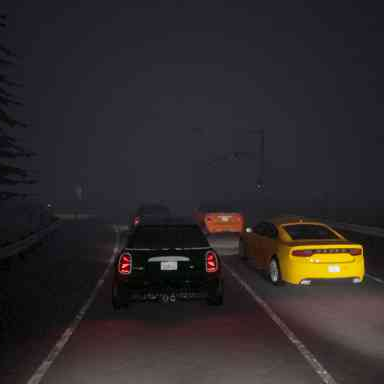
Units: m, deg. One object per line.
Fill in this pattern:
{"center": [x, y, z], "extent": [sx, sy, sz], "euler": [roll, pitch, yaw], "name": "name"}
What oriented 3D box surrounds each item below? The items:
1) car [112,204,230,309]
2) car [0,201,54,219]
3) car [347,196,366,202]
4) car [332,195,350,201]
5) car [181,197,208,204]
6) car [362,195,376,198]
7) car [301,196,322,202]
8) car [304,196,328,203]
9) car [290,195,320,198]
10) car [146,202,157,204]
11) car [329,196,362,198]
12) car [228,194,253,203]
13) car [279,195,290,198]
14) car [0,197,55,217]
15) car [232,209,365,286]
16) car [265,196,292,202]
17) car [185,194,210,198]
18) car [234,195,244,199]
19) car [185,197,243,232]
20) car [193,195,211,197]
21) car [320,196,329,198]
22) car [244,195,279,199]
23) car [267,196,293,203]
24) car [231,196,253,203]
{"center": [-0.630, 1.352, 8.121], "extent": [2.097, 1.767, 4.553], "euler": [0, 0, -6], "name": "car"}
{"center": [-14.589, 1.359, 28.484], "extent": [4.553, 1.767, 2.097], "euler": [0, 0, -19], "name": "car"}
{"center": [38.658, 1.595, 78.238], "extent": [4.718, 1.301, 1.895], "euler": [0, 0, -33], "name": "car"}
{"center": [36.283, 1.552, 80.911], "extent": [4.181, 1.385, 1.994], "euler": [0, 0, -29], "name": "car"}
{"center": [0.518, 1.601, 63.430], "extent": [4.718, 1.301, 1.895], "euler": [0, 0, -19], "name": "car"}
{"center": [40.636, 1.525, 75.352], "extent": [4.902, 1.511, 2.128], "euler": [0, 0, -33], "name": "car"}
{"center": [27.464, 1.553, 76.371], "extent": [4.181, 1.385, 1.994], "euler": [0, 0, -21], "name": "car"}
{"center": [27.013, 1.524, 72.426], "extent": [4.674, 1.442, 1.812], "euler": [0, 0, -19], "name": "car"}
{"center": [21.424, 1.563, 63.129], "extent": [4.181, 1.385, 1.994], "euler": [0, 0, -19], "name": "car"}
{"center": [-2.110, 1.352, 16.928], "extent": [2.097, 1.767, 4.553], "euler": [0, 0, -12], "name": "car"}
{"center": [30.592, 1.525, 66.289], "extent": [4.902, 1.511, 2.128], "euler": [0, 0, -21], "name": "car"}
{"center": [9.734, 1.352, 66.526], "extent": [4.553, 1.767, 2.097], "euler": [0, 0, -18], "name": "car"}
{"center": [19.550, 1.352, 66.145], "extent": [4.553, 1.767, 2.097], "euler": [0, 0, -19], "name": "car"}
{"center": [-15.673, 1.358, 31.813], "extent": [4.553, 1.767, 2.097], "euler": [0, 0, -19], "name": "car"}
{"center": [2.730, 1.478, 9.482], "extent": [1.882, 1.535, 5.008], "euler": [0, 0, -6], "name": "car"}
{"center": [19.064, 1.540, 73.362], "extent": [5.357, 1.411, 2.033], "euler": [0, 0, -19], "name": "car"}
{"center": [1.340, 1.505, 60.018], "extent": [4.892, 1.490, 1.837], "euler": [0, 0, -19], "name": "car"}
{"center": [10.790, 1.352, 63.220], "extent": [4.553, 1.767, 2.097], "euler": [0, 0, -19], "name": "car"}
{"center": [1.204, 1.352, 18.368], "extent": [2.097, 1.767, 4.553], "euler": [0, 0, -12], "name": "car"}
{"center": [3.079, 1.601, 56.915], "extent": [4.718, 1.301, 1.895], "euler": [0, 0, -19], "name": "car"}
{"center": [28.275, 1.524, 69.160], "extent": [4.674, 1.442, 1.812], "euler": [0, 0, -19], "name": "car"}
{"center": [12.507, 1.492, 60.121], "extent": [4.902, 1.511, 2.128], "euler": [0, 0, -19], "name": "car"}
{"center": [18.354, 1.525, 69.421], "extent": [4.902, 1.511, 2.128], "euler": [0, 0, -19], "name": "car"}
{"center": [10.567, 1.553, 70.461], "extent": [4.181, 1.385, 1.994], "euler": [0, 0, -19], "name": "car"}
